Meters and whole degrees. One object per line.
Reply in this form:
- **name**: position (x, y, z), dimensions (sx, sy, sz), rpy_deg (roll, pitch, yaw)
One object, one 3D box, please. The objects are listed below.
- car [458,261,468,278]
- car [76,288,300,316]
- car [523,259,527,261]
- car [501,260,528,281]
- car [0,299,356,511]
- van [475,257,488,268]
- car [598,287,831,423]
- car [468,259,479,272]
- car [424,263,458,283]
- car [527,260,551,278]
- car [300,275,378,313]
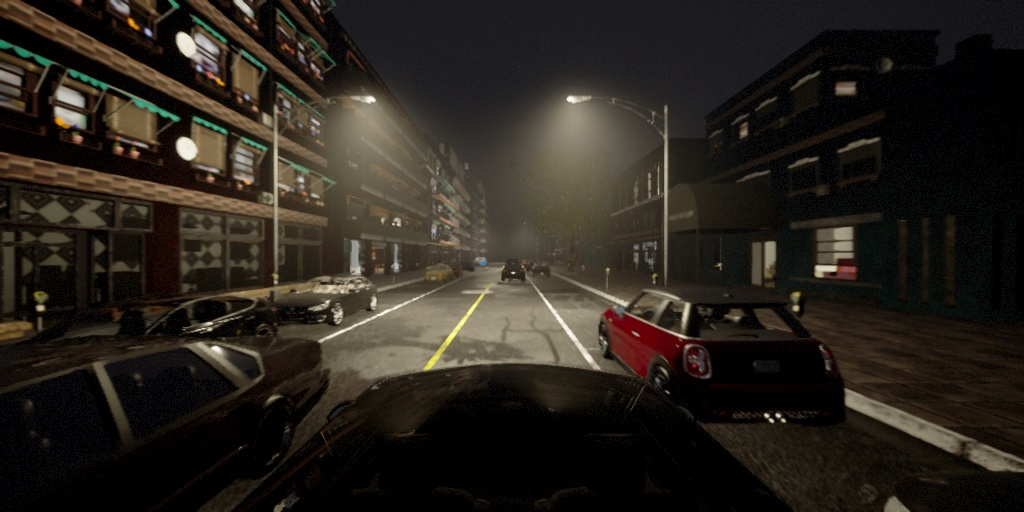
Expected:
- **car**: position (-5.683, 1.311, 34.208), dimensions (1.888, 1.381, 4.507), rpy_deg (0, 0, 0)
- **car**: position (-5.689, 1.316, 5.724), dimensions (1.948, 1.339, 4.313), rpy_deg (0, 0, 0)
- **car**: position (2.700, 1.324, 45.595), dimensions (1.888, 1.381, 4.507), rpy_deg (0, 0, 0)
- **car**: position (0.107, 1.328, 30.841), dimensions (1.994, 1.385, 4.181), rpy_deg (0, 0, 0)
- **car**: position (-3.091, 1.297, 1.990), dimensions (2.033, 1.411, 5.357), rpy_deg (0, 0, 0)
- **van**: position (-5.677, 1.146, 62.691), dimensions (1.690, 1.789, 3.998), rpy_deg (0, 0, 0)
- **car**: position (2.692, 1.191, 5.720), dimensions (1.967, 1.591, 4.097), rpy_deg (0, 0, 0)
- **car**: position (-5.681, 1.344, 45.600), dimensions (1.948, 1.339, 4.313), rpy_deg (0, 0, 0)
- **car**: position (-5.684, 1.287, 28.341), dimensions (1.751, 1.417, 4.829), rpy_deg (0, 0, 0)
- **car**: position (2.698, 1.317, 34.204), dimensions (2.007, 1.370, 4.403), rpy_deg (0, 0, 0)
- **car**: position (-5.687, 1.303, 11.420), dimensions (2.007, 1.370, 4.403), rpy_deg (0, 0, 0)
